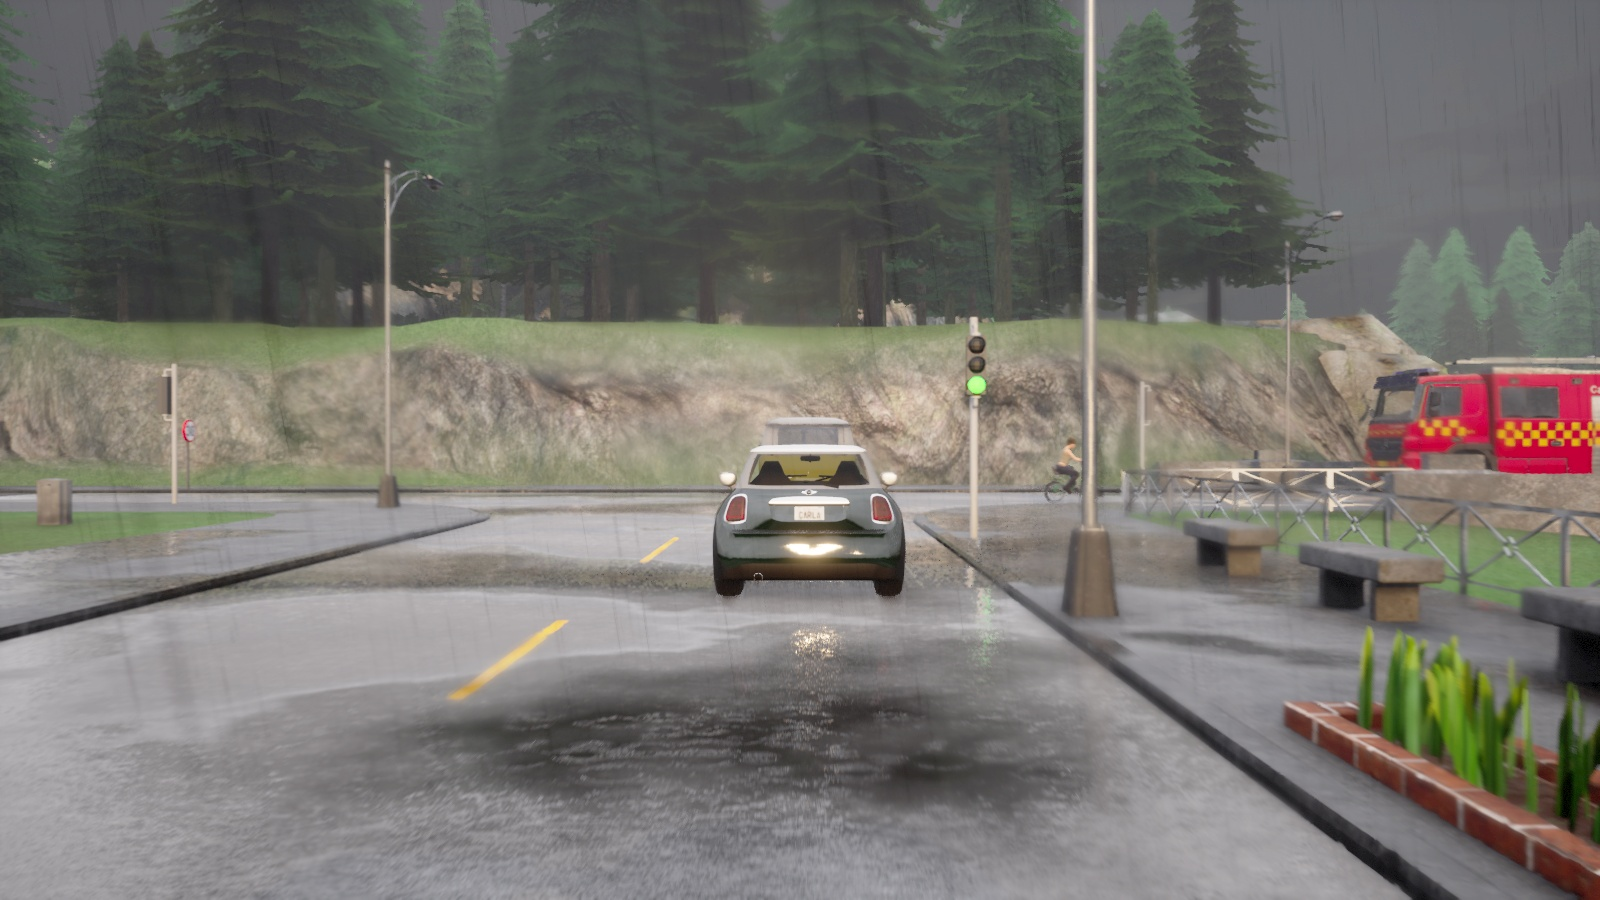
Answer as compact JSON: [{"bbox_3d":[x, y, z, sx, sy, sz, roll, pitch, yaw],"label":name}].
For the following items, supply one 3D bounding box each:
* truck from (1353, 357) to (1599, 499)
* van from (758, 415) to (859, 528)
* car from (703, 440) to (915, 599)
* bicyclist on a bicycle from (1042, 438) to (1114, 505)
[{"bbox_3d":[20.432,-0.601,35.289,8.468,3.827,2.891,0,0,0],"label":"truck"},{"bbox_3d":[0.103,0.362,24.282,1.775,1.987,4.442,0,0,-1],"label":"van"},{"bbox_3d":[0.093,0.636,13.561,1.970,1.475,3.806,0,0,0],"label":"car"},{"bbox_3d":[6.847,0.514,31.003,1.509,1.612,0.866,0,2,-7],"label":"bicyclist on a bicycle"}]
